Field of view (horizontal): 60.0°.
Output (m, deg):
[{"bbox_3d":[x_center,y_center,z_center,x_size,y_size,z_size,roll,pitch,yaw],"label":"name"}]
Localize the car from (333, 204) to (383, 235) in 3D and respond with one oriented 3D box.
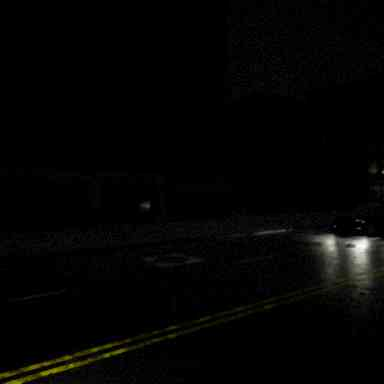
[{"bbox_3d":[9.931,1.436,18.748,5.008,1.535,1.882,0,0,-35],"label":"car"}]
